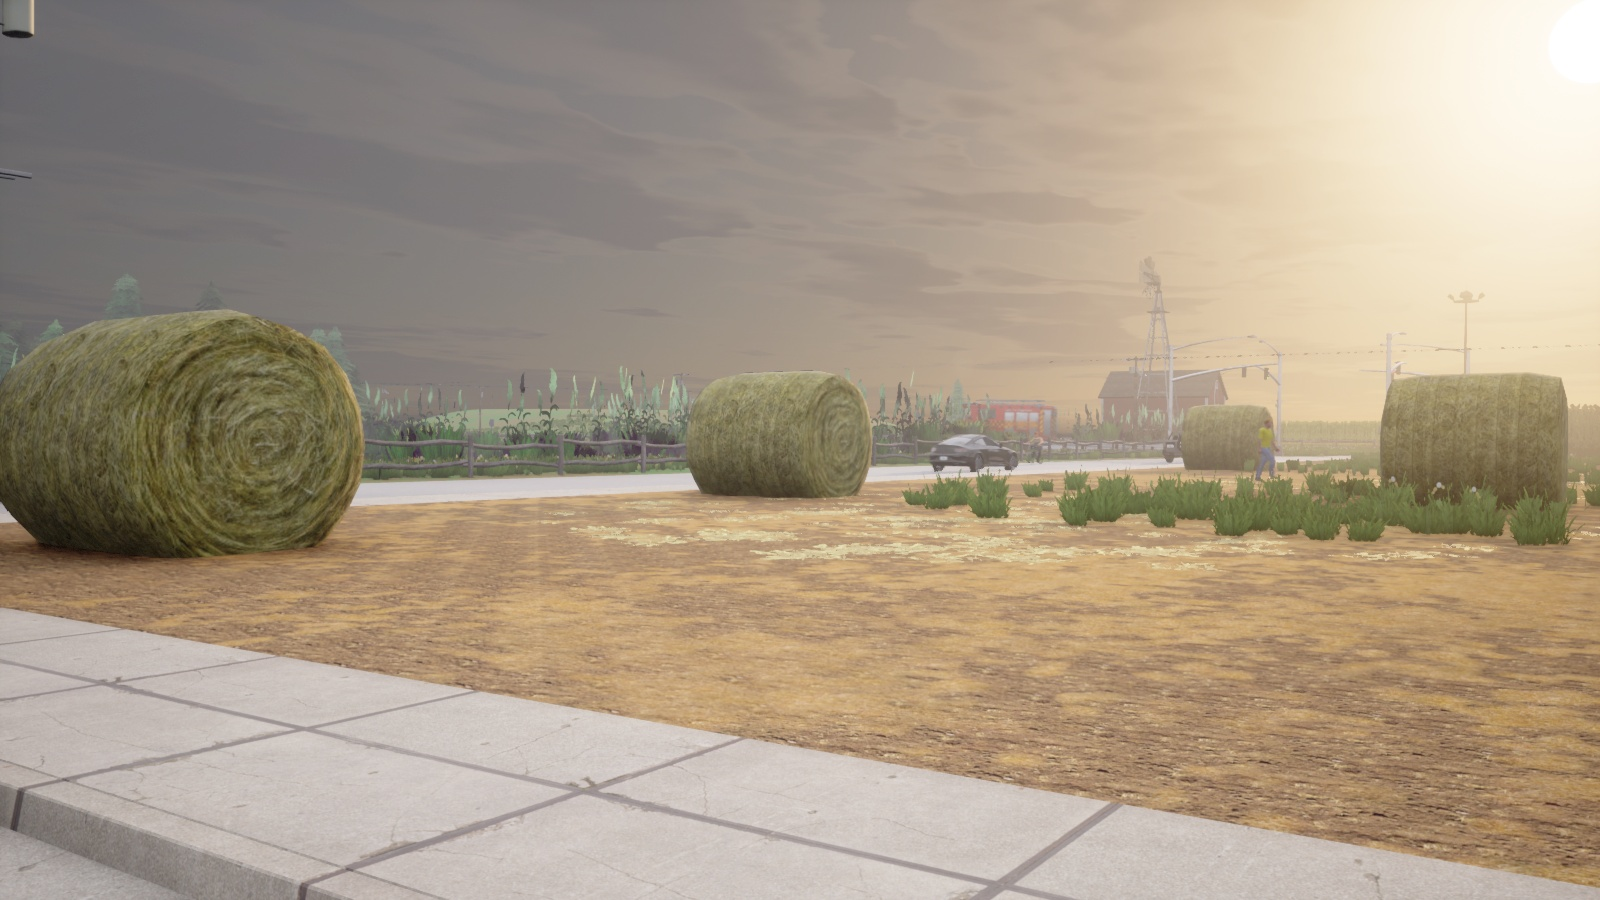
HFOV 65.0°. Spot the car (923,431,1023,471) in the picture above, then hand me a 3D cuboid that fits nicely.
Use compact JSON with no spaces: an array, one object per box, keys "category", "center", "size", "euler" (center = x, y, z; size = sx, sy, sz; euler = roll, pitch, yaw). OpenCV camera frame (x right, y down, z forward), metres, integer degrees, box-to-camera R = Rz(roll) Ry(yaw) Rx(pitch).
[{"category":"car","center":[6.710,0.002,48.328],"size":[1.812,1.442,4.674],"euler":[0,1,36]}]

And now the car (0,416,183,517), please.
[{"category":"car","center":[-14.757,0.283,25.099],"size":[1.905,1.878,3.866],"euler":[0,1,36]}]

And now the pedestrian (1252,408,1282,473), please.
[{"category":"pedestrian","center":[13.429,-0.271,36.107],"size":[0.354,1.836,0.706],"euler":[-1,1,-44]}]

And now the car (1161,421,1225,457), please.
[{"category":"car","center":[21.376,-0.611,68.228],"size":[1.932,1.855,4.605],"euler":[0,1,36]}]
